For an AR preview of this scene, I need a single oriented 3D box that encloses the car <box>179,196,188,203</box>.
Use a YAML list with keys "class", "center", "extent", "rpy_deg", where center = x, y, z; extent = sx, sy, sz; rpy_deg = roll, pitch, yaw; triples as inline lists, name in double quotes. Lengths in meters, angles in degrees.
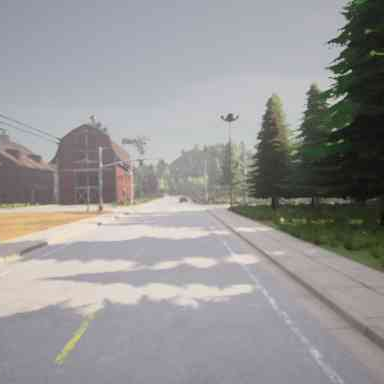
- class: "car"
  center: [-1.883, 1.633, 73.478]
  extent: [1.812, 1.442, 4.674]
  rpy_deg: [-1, 0, -2]
